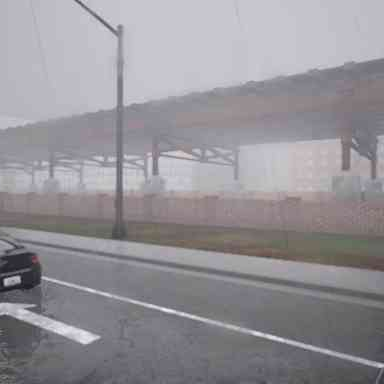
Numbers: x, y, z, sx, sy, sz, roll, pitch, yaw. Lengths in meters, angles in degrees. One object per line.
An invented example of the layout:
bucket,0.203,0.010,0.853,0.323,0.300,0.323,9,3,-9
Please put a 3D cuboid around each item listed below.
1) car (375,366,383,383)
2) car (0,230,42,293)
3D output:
car,3.488,1.584,1.505,4.718,1.301,1.895,-1,0,36
car,-5.381,1.571,7.842,4.674,1.442,1.812,0,0,35
